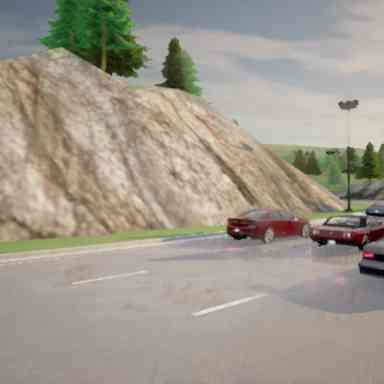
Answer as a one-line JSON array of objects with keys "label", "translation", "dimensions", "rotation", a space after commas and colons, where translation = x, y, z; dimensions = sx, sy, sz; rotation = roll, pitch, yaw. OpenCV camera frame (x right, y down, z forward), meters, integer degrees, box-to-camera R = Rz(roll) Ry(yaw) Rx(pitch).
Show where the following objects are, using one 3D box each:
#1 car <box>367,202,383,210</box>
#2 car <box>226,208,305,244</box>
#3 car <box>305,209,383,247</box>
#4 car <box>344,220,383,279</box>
[{"label": "car", "translation": [16.897, 1.609, 29.616], "dimensions": [1.994, 1.385, 4.181], "rotation": [0, 0, 40]}, {"label": "car", "translation": [3.812, 1.509, 16.067], "dimensions": [5.008, 1.535, 1.882], "rotation": [0, 0, -41]}, {"label": "car", "translation": [6.999, 1.624, 14.188], "dimensions": [4.718, 1.301, 1.895], "rotation": [0, 0, -42]}, {"label": "car", "translation": [6.439, 1.560, 9.017], "dimensions": [5.357, 1.411, 2.033], "rotation": [0, 0, -41]}]
